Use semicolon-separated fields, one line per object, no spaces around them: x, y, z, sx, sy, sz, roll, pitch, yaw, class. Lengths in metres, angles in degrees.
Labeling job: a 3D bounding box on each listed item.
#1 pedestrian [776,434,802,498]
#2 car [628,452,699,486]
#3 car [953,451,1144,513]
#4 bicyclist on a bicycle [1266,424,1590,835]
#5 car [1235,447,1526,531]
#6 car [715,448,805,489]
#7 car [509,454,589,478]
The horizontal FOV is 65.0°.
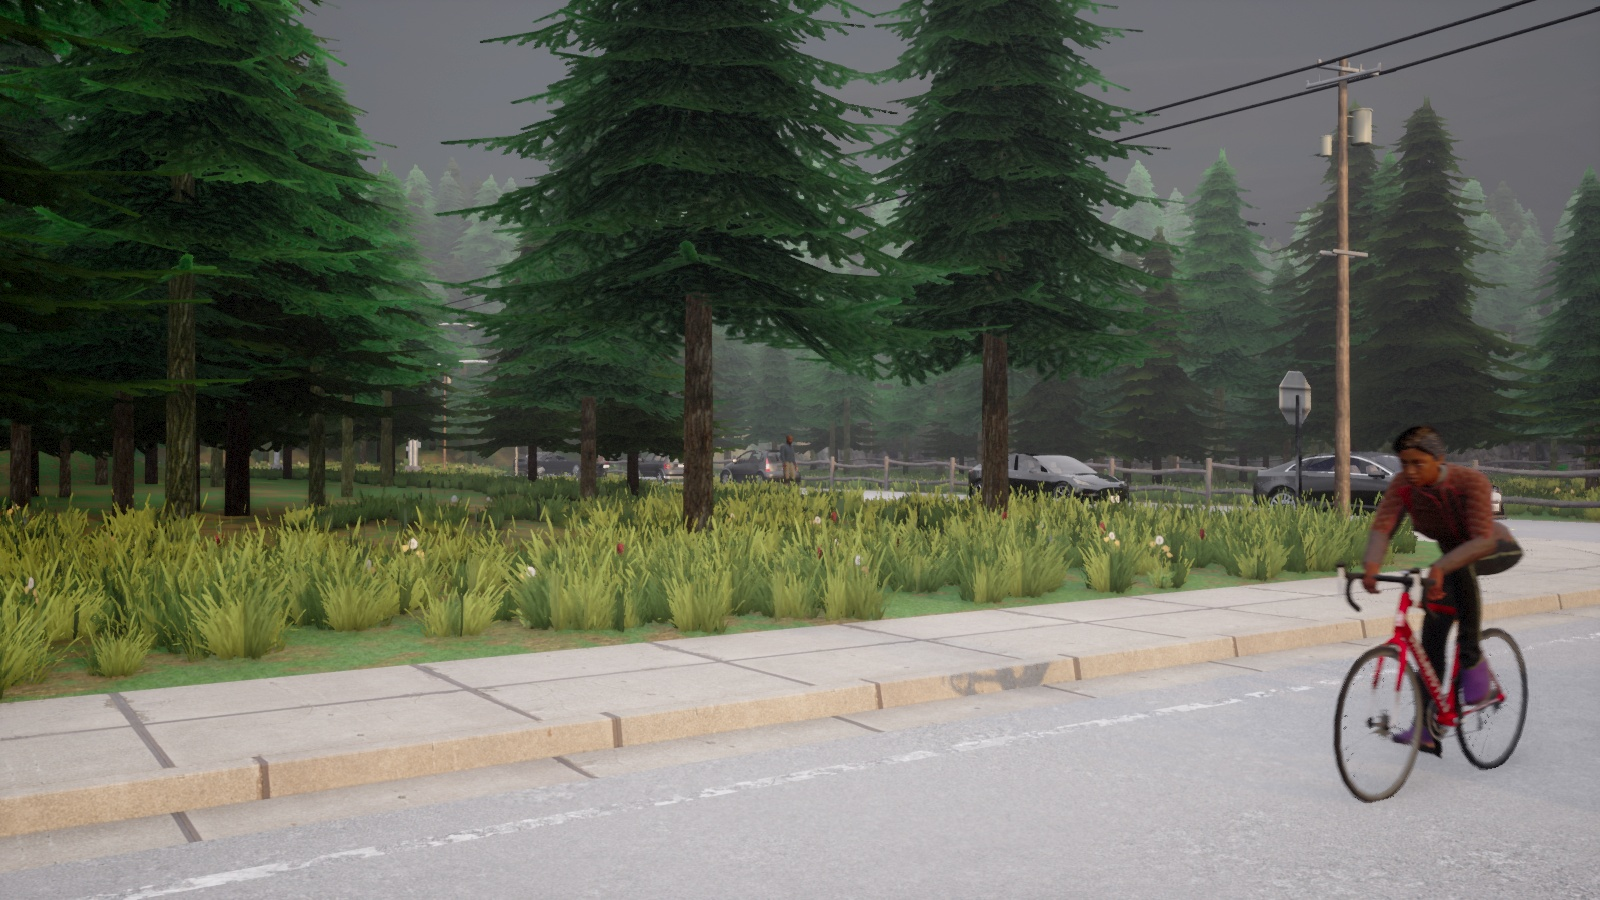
-0.321;0.459;36.365;0.370;1.835;0.726;0;0;-45;pedestrian
-6.387;0.853;58.522;1.789;1.549;3.705;0;0;-34;car
6.418;0.777;32.963;2.163;1.488;4.792;0;0;-33;car
2.862;0.705;5.662;1.656;1.620;0.582;0;0;-35;bicyclist on a bicycle
11.409;0.703;25.054;2.128;1.511;4.902;0;0;-32;car
-1.681;0.746;51.447;1.851;1.617;3.988;0;0;-34;car
-15.793;0.978;79.351;1.837;1.490;4.892;0;0;39;car
